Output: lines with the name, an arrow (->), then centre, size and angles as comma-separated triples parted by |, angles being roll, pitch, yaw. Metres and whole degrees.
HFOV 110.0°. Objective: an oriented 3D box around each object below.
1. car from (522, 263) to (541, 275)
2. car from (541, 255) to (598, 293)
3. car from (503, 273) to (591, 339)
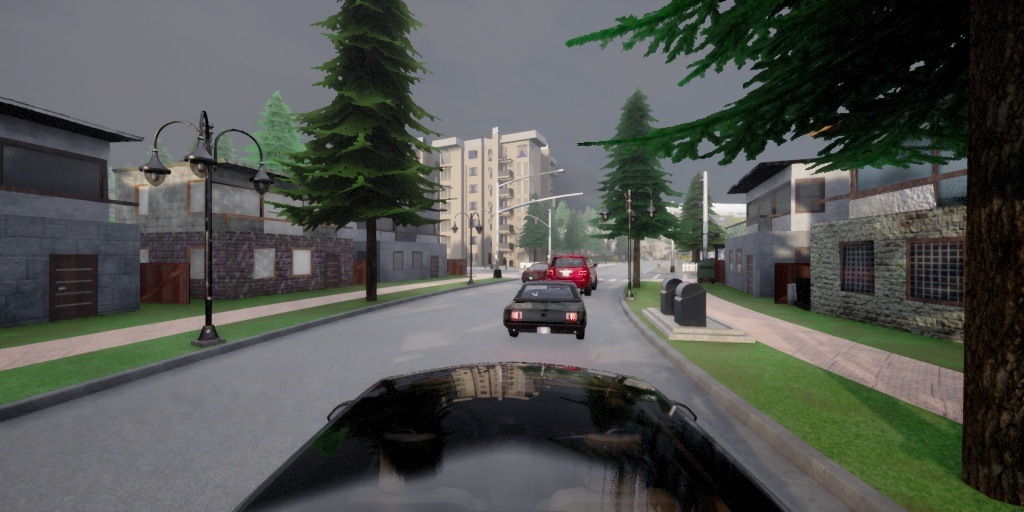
car -> 2.326, 1.263, 27.207 | 1.882, 1.535, 5.008 | 0, 0, 24
car -> 3.370, 0.971, 19.596 | 2.150, 2.045, 5.566 | 0, 0, 18
car -> 1.073, 1.351, 10.100 | 1.895, 1.301, 4.718 | 0, 0, 9
